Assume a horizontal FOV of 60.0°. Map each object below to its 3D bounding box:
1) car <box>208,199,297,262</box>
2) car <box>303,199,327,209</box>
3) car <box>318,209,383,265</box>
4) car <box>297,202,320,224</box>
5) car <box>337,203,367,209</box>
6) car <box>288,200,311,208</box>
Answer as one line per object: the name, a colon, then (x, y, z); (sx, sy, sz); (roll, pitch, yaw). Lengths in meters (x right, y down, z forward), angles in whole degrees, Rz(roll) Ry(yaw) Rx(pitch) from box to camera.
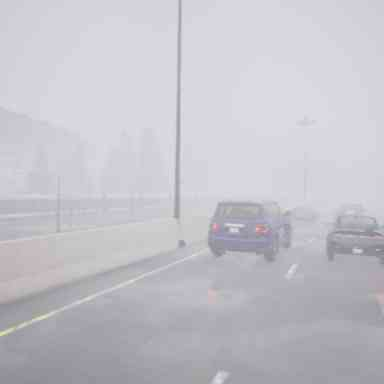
car: (2.444, 1.299, 12.819); (2.150, 2.045, 5.566); (1, 0, 25)
car: (20.631, 1.956, 55.465); (1.882, 1.535, 5.008); (0, 0, 44)
car: (6.105, 1.617, 12.404); (2.128, 1.511, 4.902); (1, 0, 25)
car: (9.383, 1.789, 27.619); (1.994, 1.385, 4.181); (1, 0, 28)
car: (12.440, 1.612, 25.913); (2.097, 1.767, 4.553); (1, 0, 28)
car: (19.052, 2.070, 58.808); (4.718, 1.301, 1.895); (1, 0, -45)
